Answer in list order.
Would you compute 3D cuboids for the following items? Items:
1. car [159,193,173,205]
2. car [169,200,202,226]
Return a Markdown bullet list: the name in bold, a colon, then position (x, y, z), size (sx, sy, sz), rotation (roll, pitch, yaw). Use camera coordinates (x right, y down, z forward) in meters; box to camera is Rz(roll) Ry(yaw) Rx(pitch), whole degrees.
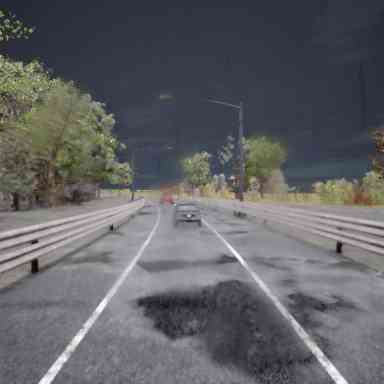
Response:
- **car**: position (-4.703, 1.203, 60.124), size (2.150, 2.045, 5.566), rotation (0, 0, -10)
- **car**: position (-0.426, 1.555, 23.581), size (2.033, 1.411, 5.357), rotation (0, 0, -5)
